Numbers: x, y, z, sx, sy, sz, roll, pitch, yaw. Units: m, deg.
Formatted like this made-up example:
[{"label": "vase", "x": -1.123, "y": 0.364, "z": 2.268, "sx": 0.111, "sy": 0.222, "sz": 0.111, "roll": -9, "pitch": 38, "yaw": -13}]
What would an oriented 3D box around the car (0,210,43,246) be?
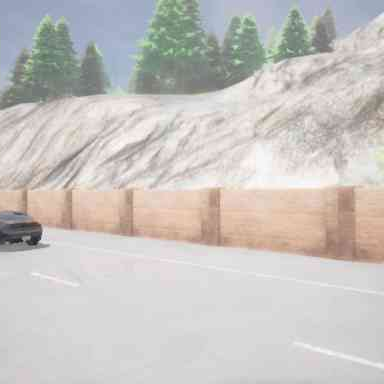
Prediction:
[{"label": "car", "x": -8.269, "y": 1.514, "z": 14.066, "sx": 4.892, "sy": 1.490, "sz": 1.837, "roll": 0, "pitch": 0, "yaw": 35}]
